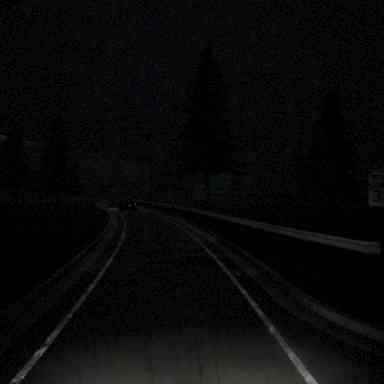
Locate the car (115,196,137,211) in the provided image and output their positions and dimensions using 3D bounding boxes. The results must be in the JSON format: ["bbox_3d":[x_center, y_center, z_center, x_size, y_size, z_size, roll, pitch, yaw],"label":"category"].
[{"bbox_3d":[-8.090,1.616,41.737,1.994,1.385,4.181,0,0,-19],"label":"car"}]

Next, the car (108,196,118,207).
[{"bbox_3d":[-12.221,1.428,53.222,2.097,1.767,4.553,0,0,-20],"label":"car"}]
